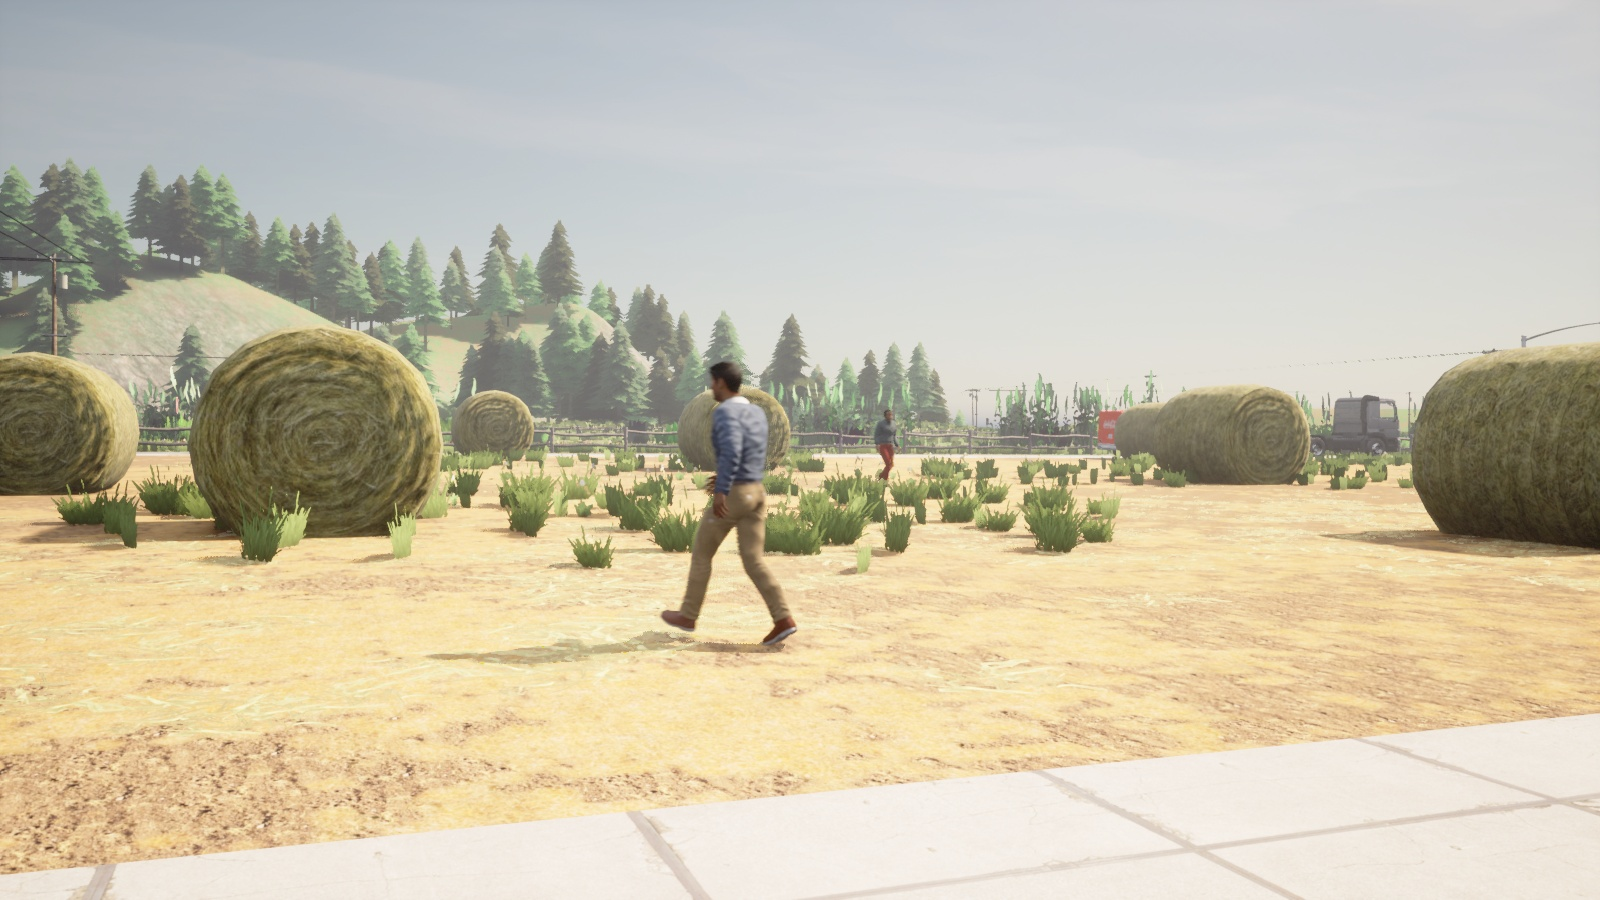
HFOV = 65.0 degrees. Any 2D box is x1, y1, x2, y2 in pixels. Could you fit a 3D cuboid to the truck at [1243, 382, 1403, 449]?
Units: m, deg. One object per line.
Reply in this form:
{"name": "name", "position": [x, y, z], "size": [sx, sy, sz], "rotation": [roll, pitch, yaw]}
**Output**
{"name": "truck", "position": [28.181, -1.856, 67.655], "size": [7.936, 3.462, 2.891], "rotation": [-1, 1, -17]}

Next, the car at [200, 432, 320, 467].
{"name": "car", "position": [-23.769, -0.026, 55.473], "size": [4.674, 1.442, 1.812], "rotation": [-1, 1, -17]}

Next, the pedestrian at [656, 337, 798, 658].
{"name": "pedestrian", "position": [-0.469, 0.287, 8.014], "size": [0.788, 1.949, 0.423], "rotation": [0, 1, 35]}

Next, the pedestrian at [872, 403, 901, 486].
{"name": "pedestrian", "position": [1.944, -0.134, 28.225], "size": [0.353, 1.847, 0.614], "rotation": [-1, 1, -30]}

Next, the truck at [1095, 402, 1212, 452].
{"name": "truck", "position": [18.161, -1.188, 64.599], "size": [5.204, 2.467, 2.627], "rotation": [-1, 1, -17]}
